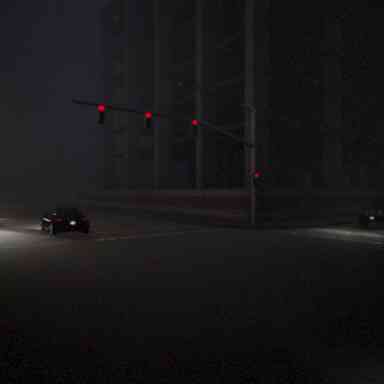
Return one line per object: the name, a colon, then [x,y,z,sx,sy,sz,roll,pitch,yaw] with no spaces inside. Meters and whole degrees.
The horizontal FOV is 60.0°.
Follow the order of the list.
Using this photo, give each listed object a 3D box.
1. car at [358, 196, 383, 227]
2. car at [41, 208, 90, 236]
car: [13.326,1.247,22.079,5.566,2.045,2.150,0,0,-35]
car: [-7.253,1.569,18.879,1.994,1.385,4.181,0,0,-33]
